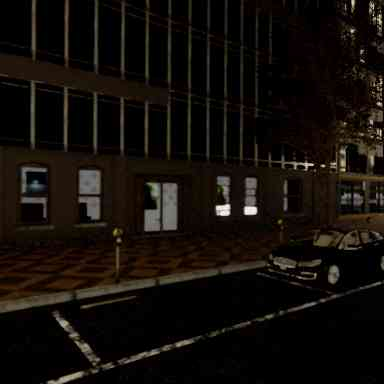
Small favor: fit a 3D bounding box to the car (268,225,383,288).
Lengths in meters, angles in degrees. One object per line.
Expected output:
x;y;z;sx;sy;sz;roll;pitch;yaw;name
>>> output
4.025;1.641;9.437;4.403;1.369;2.008;1;0;-36;car
